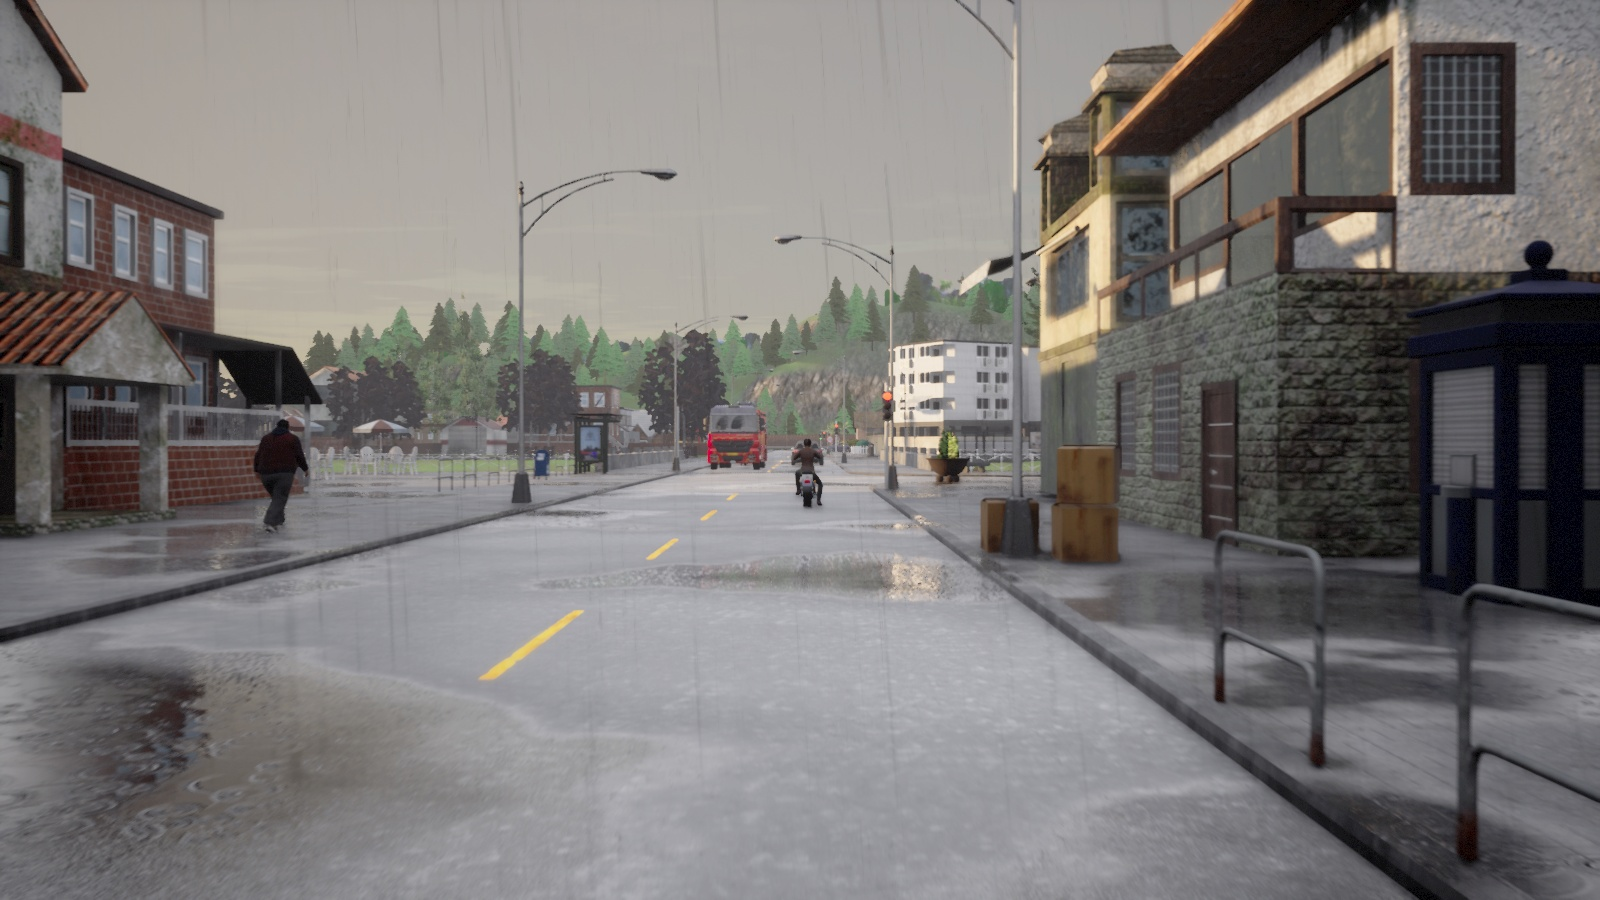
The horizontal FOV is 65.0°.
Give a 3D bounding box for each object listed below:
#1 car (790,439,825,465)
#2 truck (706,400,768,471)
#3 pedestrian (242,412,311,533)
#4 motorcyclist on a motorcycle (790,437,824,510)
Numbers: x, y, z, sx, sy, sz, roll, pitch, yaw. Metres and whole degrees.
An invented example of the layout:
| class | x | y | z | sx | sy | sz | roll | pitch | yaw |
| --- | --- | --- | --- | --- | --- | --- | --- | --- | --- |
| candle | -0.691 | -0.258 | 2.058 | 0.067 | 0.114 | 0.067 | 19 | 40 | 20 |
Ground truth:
| class | x | y | z | sx | sy | sz | roll | pitch | yaw |
| --- | --- | --- | --- | --- | --- | --- | --- | --- | --- |
| car | 0.498 | 0.112 | 85.018 | 2.242 | 1.667 | 4.611 | 0 | 0 | 0 |
| truck | -3.537 | -0.828 | 72.218 | 2.891 | 3.827 | 8.468 | 0 | 0 | 2 |
| pedestrian | -8.128 | 0.338 | 19.531 | 0.634 | 1.844 | 0.899 | 0 | 0 | 5 |
| motorcyclist on a motorcycle | 0.180 | 0.529 | 29.754 | 0.766 | 1.649 | 2.350 | 0 | 0 | 1 |
